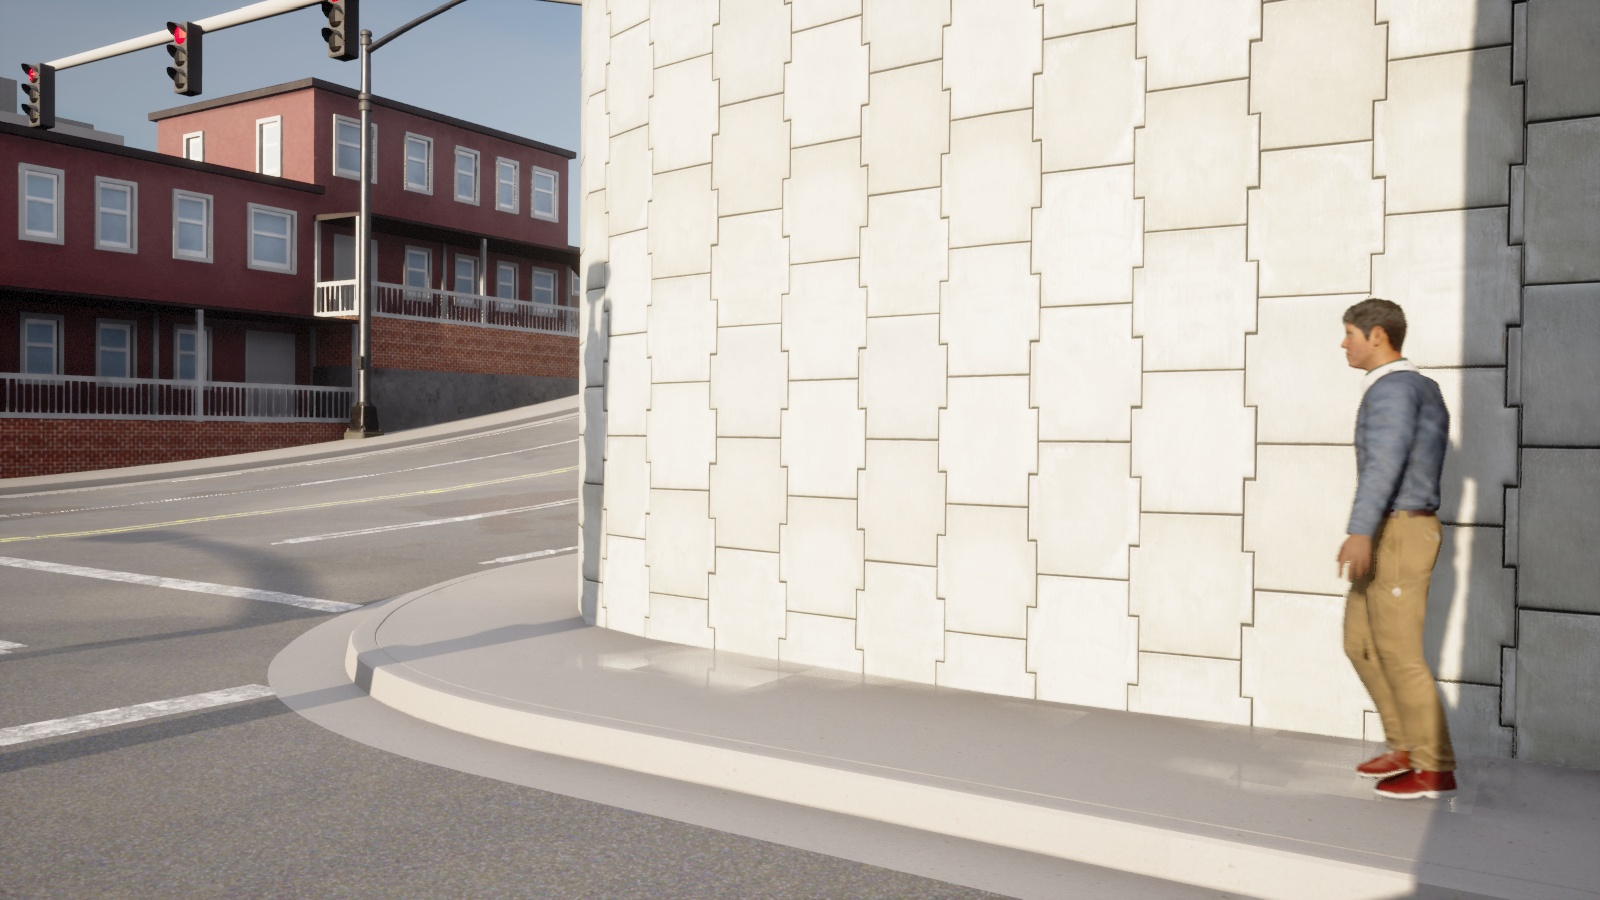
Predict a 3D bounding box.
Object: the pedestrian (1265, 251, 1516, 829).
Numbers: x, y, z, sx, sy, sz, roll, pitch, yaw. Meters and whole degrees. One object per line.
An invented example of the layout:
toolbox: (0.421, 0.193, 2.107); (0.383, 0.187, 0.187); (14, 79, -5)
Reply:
pedestrian: (2.174, 0.304, 4.623); (0.788, 1.949, 0.423); (0, 1, 32)
